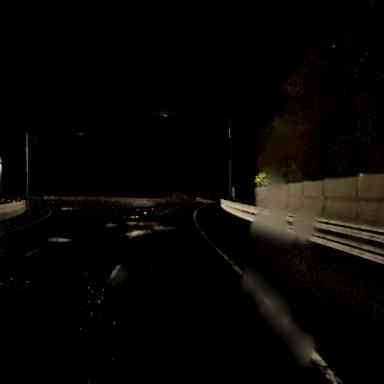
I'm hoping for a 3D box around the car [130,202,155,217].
[{"bbox_3d":[-4.901,1.632,32.280,1.895,1.301,4.718,0,0,-17],"label":"car"}]

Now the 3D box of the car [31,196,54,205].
[{"bbox_3d":[-29.003,1.706,64.398,2.128,1.511,4.902,0,0,-37],"label":"car"}]

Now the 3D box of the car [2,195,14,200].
[{"bbox_3d":[-47.218,1.626,82.996,4.892,1.490,1.837,0,0,36],"label":"car"}]

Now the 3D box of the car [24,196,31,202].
[{"bbox_3d":[-37.229,1.730,78.856,4.892,1.490,1.837,0,0,42],"label":"car"}]

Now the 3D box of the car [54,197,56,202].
[{"bbox_3d":[-35.151,1.734,81.691,4.902,1.511,2.128,0,0,42],"label":"car"}]
